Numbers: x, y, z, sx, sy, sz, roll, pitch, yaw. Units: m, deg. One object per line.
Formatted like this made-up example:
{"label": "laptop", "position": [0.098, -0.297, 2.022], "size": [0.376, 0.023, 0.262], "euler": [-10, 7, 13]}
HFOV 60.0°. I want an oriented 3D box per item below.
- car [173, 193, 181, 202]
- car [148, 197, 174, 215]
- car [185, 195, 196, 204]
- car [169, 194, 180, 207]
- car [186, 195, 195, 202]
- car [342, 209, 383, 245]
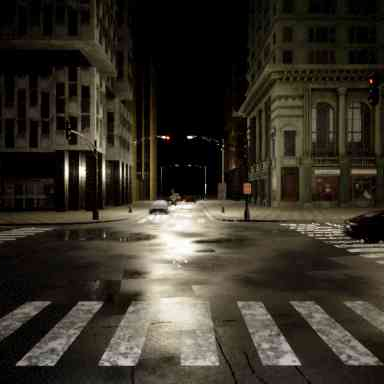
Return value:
{"label": "car", "position": [-3.366, 1.077, 67.871], "size": [2.097, 1.767, 4.553], "euler": [0, 0, 0]}
{"label": "car", "position": [-3.206, 1.527, 33.646], "size": [2.033, 1.411, 5.357], "euler": [0, 0, 0]}
{"label": "car", "position": [-0.239, 1.451, 63.922], "size": [1.812, 1.442, 4.674], "euler": [0, 0, 0]}
{"label": "car", "position": [-3.334, 1.444, 51.323], "size": [2.128, 1.511, 4.902], "euler": [0, 0, 0]}
{"label": "car", "position": [-0.404, 1.454, 73.734], "size": [1.994, 1.385, 4.181], "euler": [0, 0, 0]}
{"label": "car", "position": [8.704, 1.433, 14.122], "size": [4.181, 1.385, 1.994], "euler": [-1, 0, 6]}
